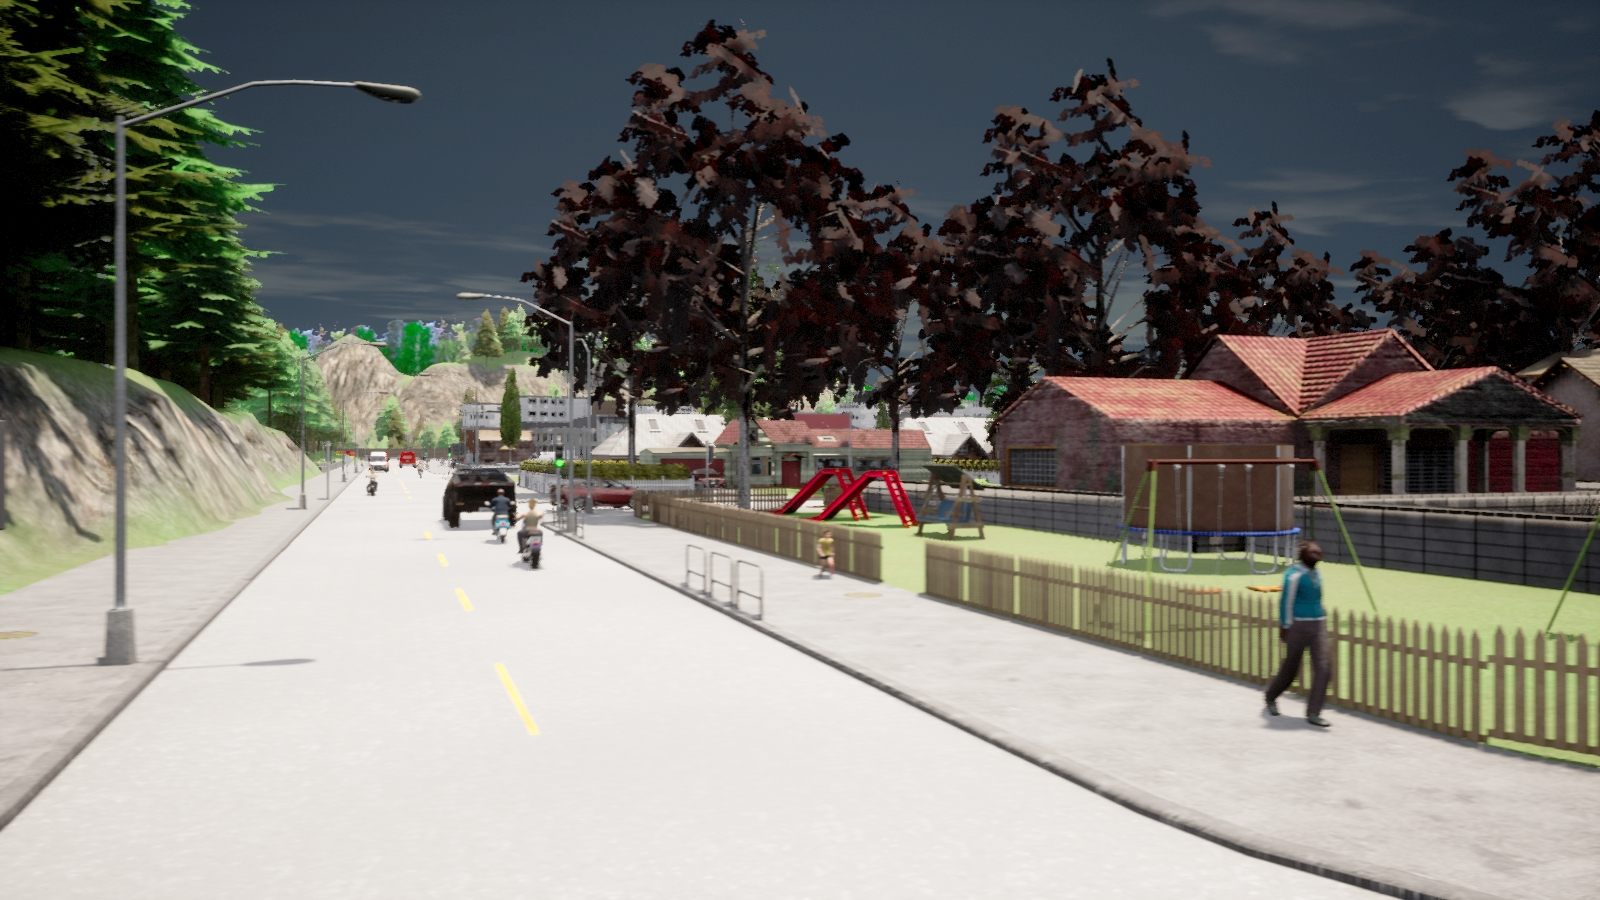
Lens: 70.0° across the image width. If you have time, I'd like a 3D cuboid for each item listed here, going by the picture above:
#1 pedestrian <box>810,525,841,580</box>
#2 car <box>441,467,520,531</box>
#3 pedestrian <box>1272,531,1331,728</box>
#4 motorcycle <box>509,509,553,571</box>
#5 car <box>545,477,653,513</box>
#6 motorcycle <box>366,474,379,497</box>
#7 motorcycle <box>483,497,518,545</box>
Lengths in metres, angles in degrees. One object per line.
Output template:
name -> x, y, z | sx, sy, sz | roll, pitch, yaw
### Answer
pedestrian -> 0.537, 2.125, 23.794 | 0.500, 1.100, 0.500 | 0, 0, -20
car -> -12.139, 1.753, 43.081 | 2.390, 2.098, 6.274 | 0, 0, -20
pedestrian -> 4.927, 1.745, 11.238 | 0.375, 1.860, 0.375 | 0, 0, -17
motorcycle -> -6.535, 2.155, 27.710 | 0.764, 1.307, 2.356 | 0, 0, -20
car -> -9.268, 2.039, 52.777 | 4.514, 1.525, 2.007 | 0, 0, -37
motorcycle -> -26.185, 2.155, 70.003 | 0.764, 1.307, 2.356 | 0, 0, -20
motorcycle -> -9.115, 2.142, 34.732 | 0.856, 1.316, 1.805 | 0, 0, -20
